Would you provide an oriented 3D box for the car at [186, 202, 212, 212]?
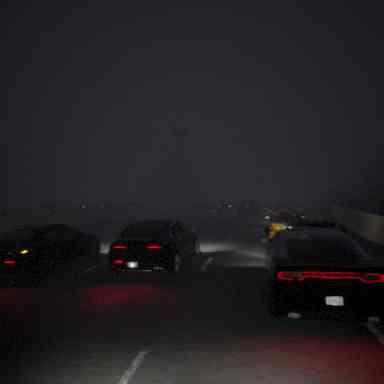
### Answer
[{"bbox_3d":[0.944,1.984,42.712,2.033,1.411,5.357,-1,-1,22],"label":"car"}]

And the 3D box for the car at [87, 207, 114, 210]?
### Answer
[{"bbox_3d":[-12.326,2.090,47.472,2.097,1.767,4.553,-1,-1,22],"label":"car"}]

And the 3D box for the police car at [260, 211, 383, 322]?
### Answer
[{"bbox_3d":[2.643,1.457,7.563,1.930,1.638,5.238,-1,-1,11],"label":"police car"}]

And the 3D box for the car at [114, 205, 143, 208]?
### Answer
[{"bbox_3d":[-8.602,2.171,47.385,1.837,1.490,4.892,-1,-1,22],"label":"car"}]

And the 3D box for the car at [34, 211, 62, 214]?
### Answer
[{"bbox_3d":[-20.262,2.353,46.245,1.882,1.535,5.008,-1,-1,20],"label":"car"}]

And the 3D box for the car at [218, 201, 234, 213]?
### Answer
[{"bbox_3d":[4.700,1.886,42.275,1.812,1.442,4.674,-1,-1,21],"label":"car"}]

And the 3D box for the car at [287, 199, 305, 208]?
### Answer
[{"bbox_3d":[16.517,1.811,52.680,1.994,1.385,4.181,-1,-1,27],"label":"car"}]

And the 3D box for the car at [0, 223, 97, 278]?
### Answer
[{"bbox_3d":[-4.759,1.732,10.871,1.812,1.442,4.674,-1,-1,12],"label":"car"}]

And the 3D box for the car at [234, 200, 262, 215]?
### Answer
[{"bbox_3d":[6.584,1.626,37.518,2.097,1.767,4.553,-1,-1,20],"label":"car"}]

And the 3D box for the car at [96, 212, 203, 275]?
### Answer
[{"bbox_3d":[-1.033,1.642,10.987,1.837,1.490,4.892,-2,-1,12],"label":"car"}]

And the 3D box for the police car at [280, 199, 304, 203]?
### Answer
[{"bbox_3d":[6.032,1.544,21.810,1.930,1.638,5.238,-1,-1,16],"label":"police car"}]

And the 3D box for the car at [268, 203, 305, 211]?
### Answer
[{"bbox_3d":[4.646,1.545,16.577,1.801,1.575,5.366,-1,-1,14],"label":"car"}]
